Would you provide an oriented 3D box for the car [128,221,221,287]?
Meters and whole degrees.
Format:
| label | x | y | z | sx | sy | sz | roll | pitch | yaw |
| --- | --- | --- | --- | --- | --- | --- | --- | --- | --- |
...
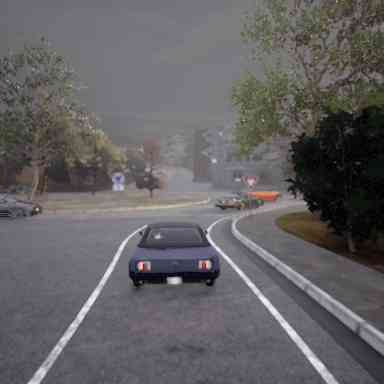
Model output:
| label | x | y | z | sx | sy | sz | roll | pitch | yaw |
| --- | --- | --- | --- | --- | --- | --- | --- | --- | --- |
| car | -0.480 | 1.429 | 8.894 | 1.895 | 1.301 | 4.718 | 0 | 2 | -3 |

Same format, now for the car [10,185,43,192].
| label | x | y | z | sx | sy | sz | roll | pitch | yaw |
| --- | --- | --- | --- | --- | --- | --- | --- | --- | --- |
| car | -25.668 | -0.309 | 52.251 | 4.181 | 1.385 | 1.994 | -1 | 2 | -42 |

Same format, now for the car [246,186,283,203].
| label | x | y | z | sx | sy | sz | roll | pitch | yaw |
| --- | --- | --- | --- | --- | --- | --- | --- | --- | --- |
| car | 7.100 | 0.196 | 33.987 | 4.553 | 1.767 | 2.097 | -1 | 3 | -28 |

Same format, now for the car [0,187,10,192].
| label | x | y | z | sx | sy | sz | roll | pitch | yaw |
| --- | --- | --- | --- | --- | --- | --- | --- | --- | --- |
| car | -28.444 | -0.464 | 54.032 | 4.902 | 1.511 | 2.128 | -1 | 2 | -44 |

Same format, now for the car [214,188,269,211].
| label | x | y | z | sx | sy | sz | roll | pitch | yaw |
| --- | --- | --- | --- | --- | --- | --- | --- | --- | --- |
| car | 3.841 | 0.697 | 26.469 | 2.033 | 1.411 | 5.357 | 2 | 3 | 38 |

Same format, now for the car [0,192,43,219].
| label | x | y | z | sx | sy | sz | roll | pitch | yaw |
| --- | --- | --- | --- | --- | --- | --- | --- | --- | --- |
| car | -11.794 | 0.933 | 20.950 | 4.181 | 1.385 | 1.994 | 0 | 2 | -3 |
